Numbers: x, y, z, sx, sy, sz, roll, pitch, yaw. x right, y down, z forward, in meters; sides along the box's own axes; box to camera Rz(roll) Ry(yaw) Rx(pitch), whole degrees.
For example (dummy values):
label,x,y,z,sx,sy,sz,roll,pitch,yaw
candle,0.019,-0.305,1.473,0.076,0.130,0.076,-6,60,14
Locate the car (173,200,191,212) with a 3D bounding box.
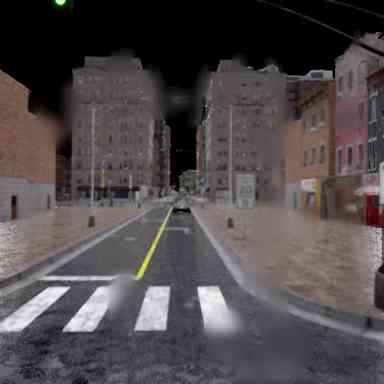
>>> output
label,x,y,z,sx,sy,sz,roll,pitch,yaw
car,-1.178,1.607,38.438,1.994,1.385,4.181,1,0,-2
